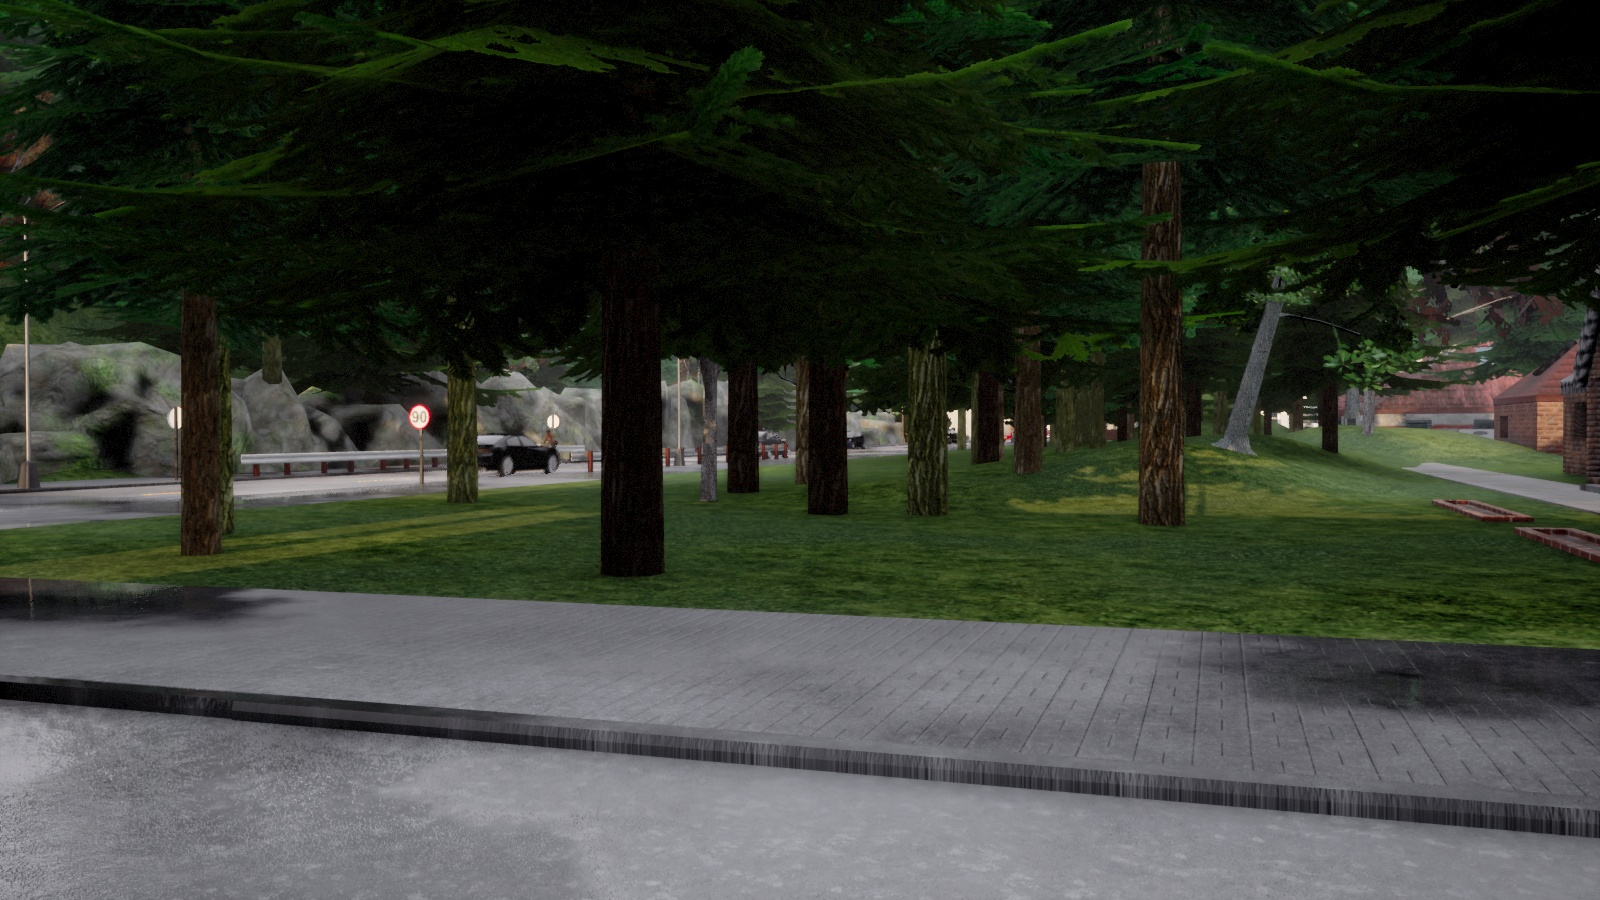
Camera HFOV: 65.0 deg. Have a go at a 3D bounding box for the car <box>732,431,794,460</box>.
[{"bbox_3d":[-1.963,-0.281,69.013,1.837,1.490,4.892,1,1,18],"label":"car"}]

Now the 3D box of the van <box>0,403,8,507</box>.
[{"bbox_3d":[-17.222,0.120,22.833,2.069,2.038,4.480,0,1,17],"label":"van"}]

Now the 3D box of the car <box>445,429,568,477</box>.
[{"bbox_3d":[-10.214,0.059,44.113,1.882,1.535,5.008,1,1,18],"label":"car"}]

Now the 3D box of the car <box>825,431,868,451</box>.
[{"bbox_3d":[3.679,-0.736,98.482,2.163,1.488,4.792,1,1,18],"label":"car"}]
